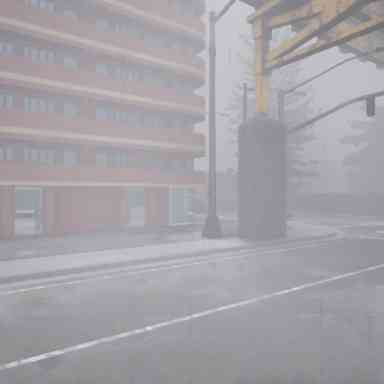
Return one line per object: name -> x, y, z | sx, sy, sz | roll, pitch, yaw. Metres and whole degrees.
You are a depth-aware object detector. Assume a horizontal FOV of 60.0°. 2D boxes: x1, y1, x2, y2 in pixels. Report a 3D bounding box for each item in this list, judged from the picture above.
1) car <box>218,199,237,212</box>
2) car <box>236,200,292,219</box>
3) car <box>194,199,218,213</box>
car -> 3.858, 1.491, 38.253 | 2.128, 1.511, 4.902 | 0, 0, -35
car -> 6.284, 1.526, 28.488 | 1.812, 1.442, 4.674 | 0, 0, -36
car -> 0.323, 1.478, 36.860 | 1.882, 1.535, 5.008 | 0, 0, -36
